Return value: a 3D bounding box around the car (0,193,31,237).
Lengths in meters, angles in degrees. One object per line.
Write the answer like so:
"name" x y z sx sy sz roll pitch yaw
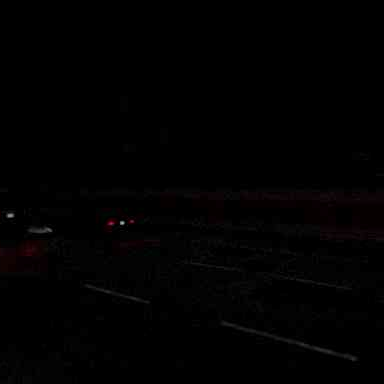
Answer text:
"car" -9.828 1.080 15.920 5.566 2.045 2.150 1 0 40

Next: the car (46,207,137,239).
"car" -5.107 1.435 16.559 5.357 1.411 2.033 1 0 38
